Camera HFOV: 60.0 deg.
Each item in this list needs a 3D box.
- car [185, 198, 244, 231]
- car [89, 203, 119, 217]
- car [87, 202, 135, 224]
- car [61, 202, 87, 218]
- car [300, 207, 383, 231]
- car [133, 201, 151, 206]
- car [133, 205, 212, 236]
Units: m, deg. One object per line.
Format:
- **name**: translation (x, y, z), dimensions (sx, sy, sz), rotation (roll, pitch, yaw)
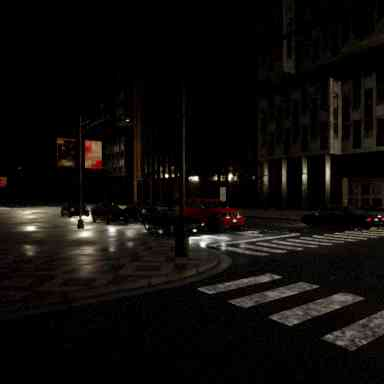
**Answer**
- **car**: translation (1.088, 1.455, 22.838), dimensions (2.150, 2.045, 5.566), rotation (0, -1, -34)
- **car**: translation (-10.356, 2.023, 38.783), dimensions (1.812, 1.442, 4.674), rotation (0, -1, -35)
- **car**: translation (-7.089, 1.855, 28.629), dimensions (1.882, 1.535, 5.008), rotation (0, -1, -36)
- **car**: translation (-13.003, 1.866, 36.898), dimensions (2.097, 1.767, 4.553), rotation (0, -1, -36)
- **car**: translation (9.550, 1.670, 21.488), dimensions (2.033, 1.411, 5.357), rotation (-1, 0, -27)
- **car**: translation (-4.571, 1.716, 30.700), dimensions (2.097, 1.767, 4.553), rotation (0, -1, -36)
- **car**: translation (-1.396, 1.793, 20.680), dimensions (2.033, 1.411, 5.357), rotation (0, -1, -36)
